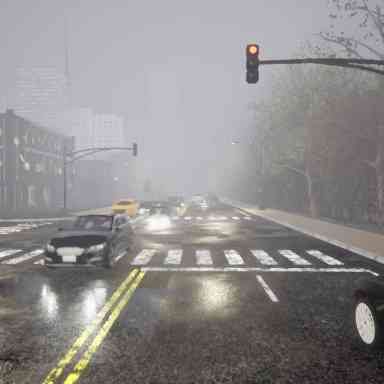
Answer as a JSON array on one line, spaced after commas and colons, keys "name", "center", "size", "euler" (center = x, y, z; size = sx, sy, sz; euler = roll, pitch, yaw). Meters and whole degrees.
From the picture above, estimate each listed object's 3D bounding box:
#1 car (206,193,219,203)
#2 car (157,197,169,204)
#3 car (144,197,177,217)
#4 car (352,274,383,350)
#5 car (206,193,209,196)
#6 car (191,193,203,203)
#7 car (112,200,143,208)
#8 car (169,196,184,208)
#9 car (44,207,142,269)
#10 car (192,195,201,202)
[{"name": "car", "center": [4.332, 1.480, 66.146], "size": [1.837, 1.490, 4.892], "euler": [0, 0, 1]}, {"name": "car", "center": [-5.584, 1.577, 64.716], "size": [1.895, 1.301, 4.718], "euler": [0, 0, 1]}, {"name": "car", "center": [-2.884, 1.482, 31.417], "size": [2.128, 1.511, 4.902], "euler": [0, 0, 1]}, {"name": "car", "center": [3.394, 1.477, 3.191], "size": [1.882, 1.535, 5.008], "euler": [0, 0, 1]}, {"name": "car", "center": [4.387, 1.195, 76.609], "size": [2.150, 2.045, 5.566], "euler": [0, 0, 1]}, {"name": "car", "center": [1.083, 1.197, 66.110], "size": [2.150, 2.045, 5.566], "euler": [0, 0, 1]}, {"name": "car", "center": [-6.144, 1.469, 30.978], "size": [1.882, 1.535, 5.008], "euler": [0, 0, 1]}, {"name": "car", "center": [-2.646, 1.335, 47.245], "size": [2.097, 1.767, 4.553], "euler": [0, 0, 1]}, {"name": "car", "center": [-3.184, 1.489, 11.174], "size": [2.128, 1.511, 4.902], "euler": [0, 0, 1]}, {"name": "car", "center": [1.137, 1.509, 76.734], "size": [2.033, 1.411, 5.357], "euler": [0, 0, 1]}]
